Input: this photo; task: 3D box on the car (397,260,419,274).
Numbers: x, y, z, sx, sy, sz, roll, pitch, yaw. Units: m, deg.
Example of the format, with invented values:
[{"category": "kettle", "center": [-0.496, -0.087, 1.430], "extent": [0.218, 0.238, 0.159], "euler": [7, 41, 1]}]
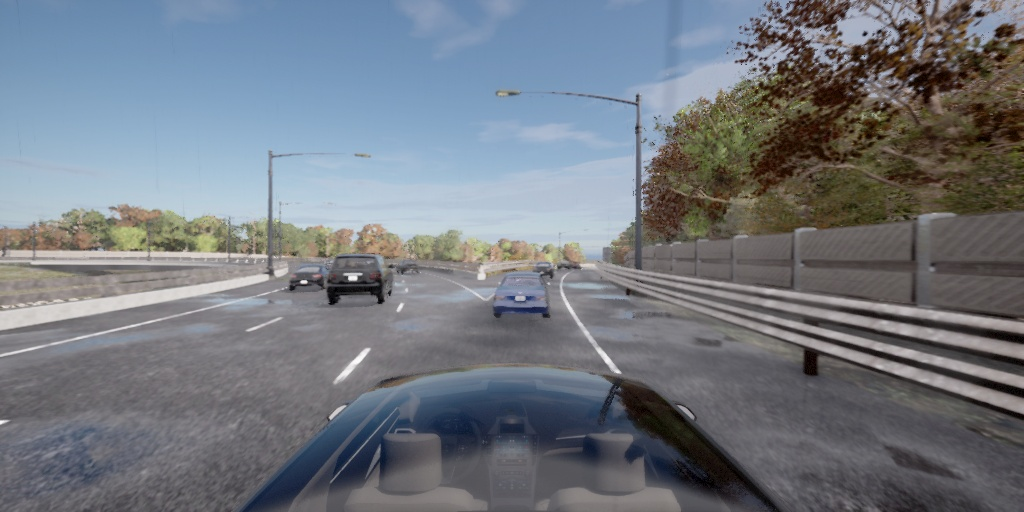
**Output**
[{"category": "car", "center": [-11.414, 1.185, 39.166], "extent": [1.837, 1.490, 4.892], "euler": [0, 0, -25]}]

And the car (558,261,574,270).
[{"category": "car", "center": [7.955, 1.444, 54.530], "extent": [1.895, 1.301, 4.718], "euler": [0, -1, 14]}]

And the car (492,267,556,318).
[{"category": "car", "center": [0.426, 1.286, 12.996], "extent": [2.033, 1.411, 5.357], "euler": [0, 0, 4]}]

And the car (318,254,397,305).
[{"category": "car", "center": [-6.663, 0.938, 16.203], "extent": [2.150, 2.045, 5.566], "euler": [0, 0, -14]}]

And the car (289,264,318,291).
[{"category": "car", "center": [-11.824, 1.224, 21.445], "extent": [1.812, 1.442, 4.674], "euler": [0, 0, -17]}]

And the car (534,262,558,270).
[{"category": "car", "center": [2.980, 1.250, 32.881], "extent": [1.812, 1.442, 4.674], "euler": [0, 0, 10]}]
